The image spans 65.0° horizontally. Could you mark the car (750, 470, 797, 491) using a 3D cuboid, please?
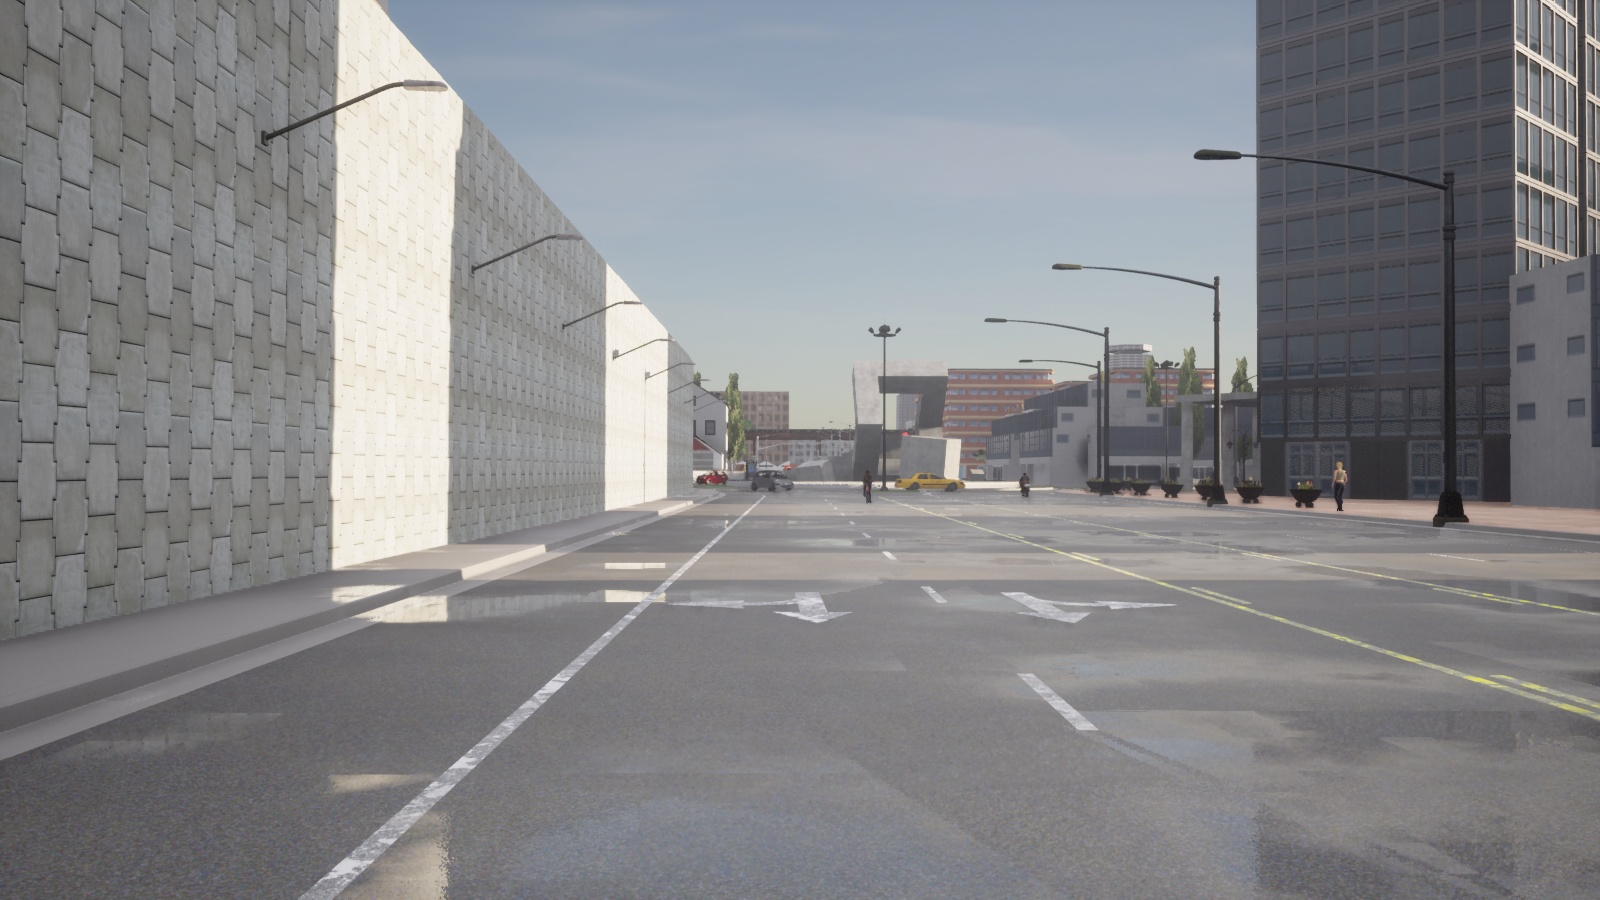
[{"bbox_3d":[-2.079,2.361,97.887,1.851,1.617,3.988,0,-1,-33],"label":"car"}]

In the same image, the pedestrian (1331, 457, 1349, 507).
[{"bbox_3d":[19.954,1.168,46.432,0.345,1.836,0.594,0,-1,-5],"label":"pedestrian"}]

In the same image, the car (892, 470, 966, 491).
[{"bbox_3d":[9.785,2.317,95.648,5.366,1.575,1.801,0,-1,-6],"label":"car"}]
